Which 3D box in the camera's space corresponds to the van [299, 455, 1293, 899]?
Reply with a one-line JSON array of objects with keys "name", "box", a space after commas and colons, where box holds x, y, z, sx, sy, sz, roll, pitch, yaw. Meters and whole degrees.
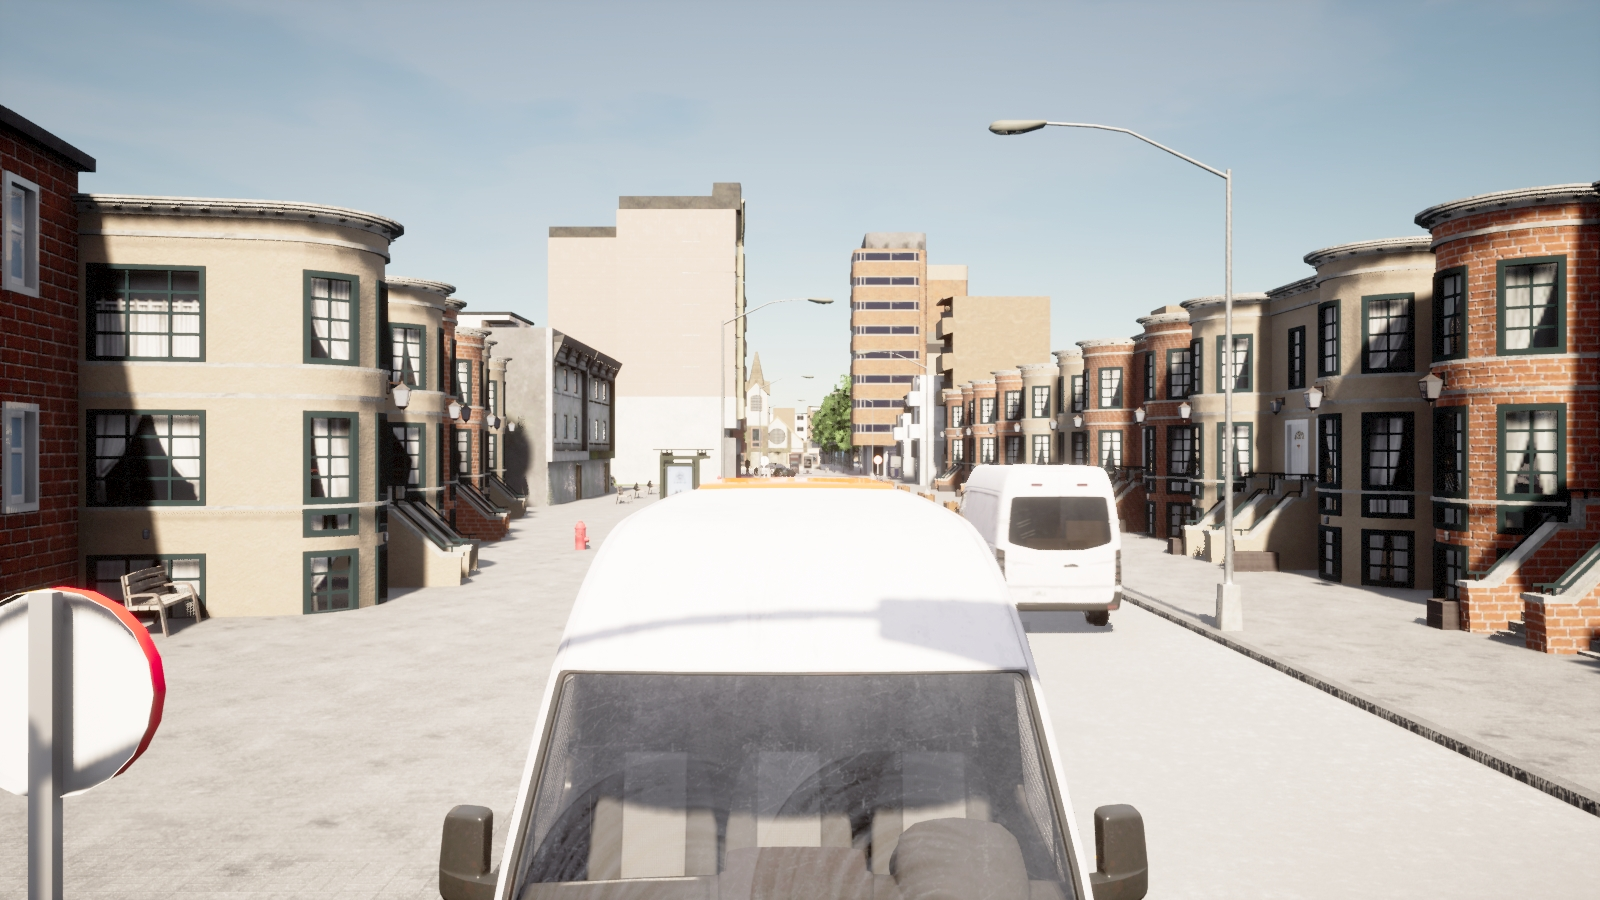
[{"name": "van", "box": [-0.019, 1.314, 5.243, 1.988, 2.561, 5.915, 0, 0, 0]}]

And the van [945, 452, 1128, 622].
[{"name": "van", "box": [3.935, 1.315, 20.170, 1.988, 2.561, 5.915, 0, 0, 0]}]
